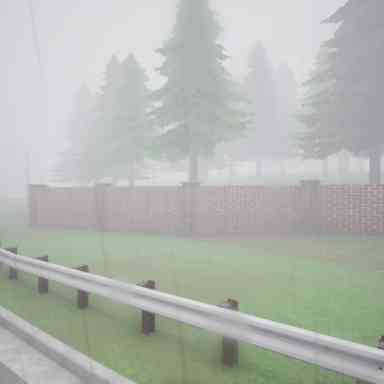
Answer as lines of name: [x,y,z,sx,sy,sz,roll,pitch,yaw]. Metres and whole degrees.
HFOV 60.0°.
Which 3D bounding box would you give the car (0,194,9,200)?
car: [-44.196,1.526,76.752,1.994,1.385,4.181,0,0,-22]
